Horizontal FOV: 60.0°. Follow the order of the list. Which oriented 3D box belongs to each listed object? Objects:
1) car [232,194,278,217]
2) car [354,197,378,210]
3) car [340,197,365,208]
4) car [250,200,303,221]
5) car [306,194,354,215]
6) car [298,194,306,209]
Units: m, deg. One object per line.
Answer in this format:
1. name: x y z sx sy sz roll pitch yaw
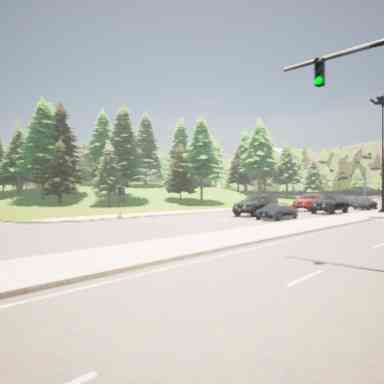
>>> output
1. car: 6.126 1.246 31.323 2.150 2.045 5.566 0 0 45
2. car: 22.172 1.533 42.454 4.674 1.442 1.812 0 0 -44
3. car: 23.701 1.537 48.913 4.674 1.442 1.812 0 0 -44
4. car: 6.950 1.582 27.183 1.994 1.385 4.181 0 0 45
5. car: 14.480 1.234 34.758 5.566 2.045 2.150 0 0 -44
6. car: 14.038 1.242 39.244 5.566 2.045 2.150 0 0 -44
